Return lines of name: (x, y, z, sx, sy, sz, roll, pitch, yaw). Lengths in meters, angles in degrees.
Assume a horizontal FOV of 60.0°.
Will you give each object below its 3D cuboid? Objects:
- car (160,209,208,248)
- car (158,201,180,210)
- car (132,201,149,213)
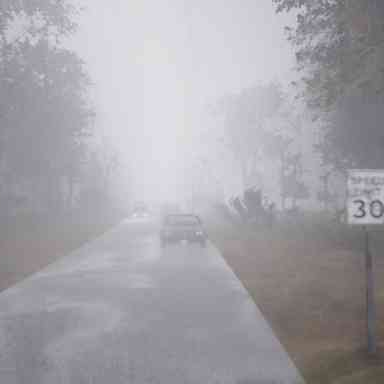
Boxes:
car: (-0.440, 1.633, 15.013, 1.895, 1.301, 4.718, 0, 0, -3)
car: (-2.210, 1.704, 32.931, 1.837, 1.490, 4.892, 1, -1, -7)
car: (-6.414, 1.852, 41.286, 2.033, 1.411, 5.357, 1, -1, -10)
